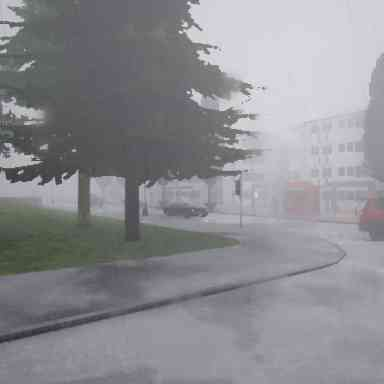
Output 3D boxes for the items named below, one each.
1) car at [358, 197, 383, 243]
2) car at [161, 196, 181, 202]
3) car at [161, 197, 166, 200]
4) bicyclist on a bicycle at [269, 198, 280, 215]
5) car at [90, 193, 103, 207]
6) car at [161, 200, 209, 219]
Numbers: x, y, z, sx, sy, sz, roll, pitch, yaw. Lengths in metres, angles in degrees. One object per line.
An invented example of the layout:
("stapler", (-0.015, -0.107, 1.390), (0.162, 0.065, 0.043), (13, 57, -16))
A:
("car", (10.061, 1.223, 14.144), (2.150, 2.045, 5.566), (0, 0, -36))
("car", (-5.219, 1.673, 83.170), (4.974, 1.542, 2.038), (0, 0, -6))
("car", (-5.271, 1.515, 83.164), (4.536, 1.218, 1.853), (0, 0, -6))
("bicyclist on a bicycle", (7.855, 1.349, 31.665), (1.656, 1.620, 0.582), (0, 0, -36))
("car", (-15.055, 1.225, 49.469), (2.150, 2.045, 5.566), (0, 0, -35))
("car", (-0.592, 1.601, 29.042), (1.895, 1.301, 4.718), (0, 0, -36))
